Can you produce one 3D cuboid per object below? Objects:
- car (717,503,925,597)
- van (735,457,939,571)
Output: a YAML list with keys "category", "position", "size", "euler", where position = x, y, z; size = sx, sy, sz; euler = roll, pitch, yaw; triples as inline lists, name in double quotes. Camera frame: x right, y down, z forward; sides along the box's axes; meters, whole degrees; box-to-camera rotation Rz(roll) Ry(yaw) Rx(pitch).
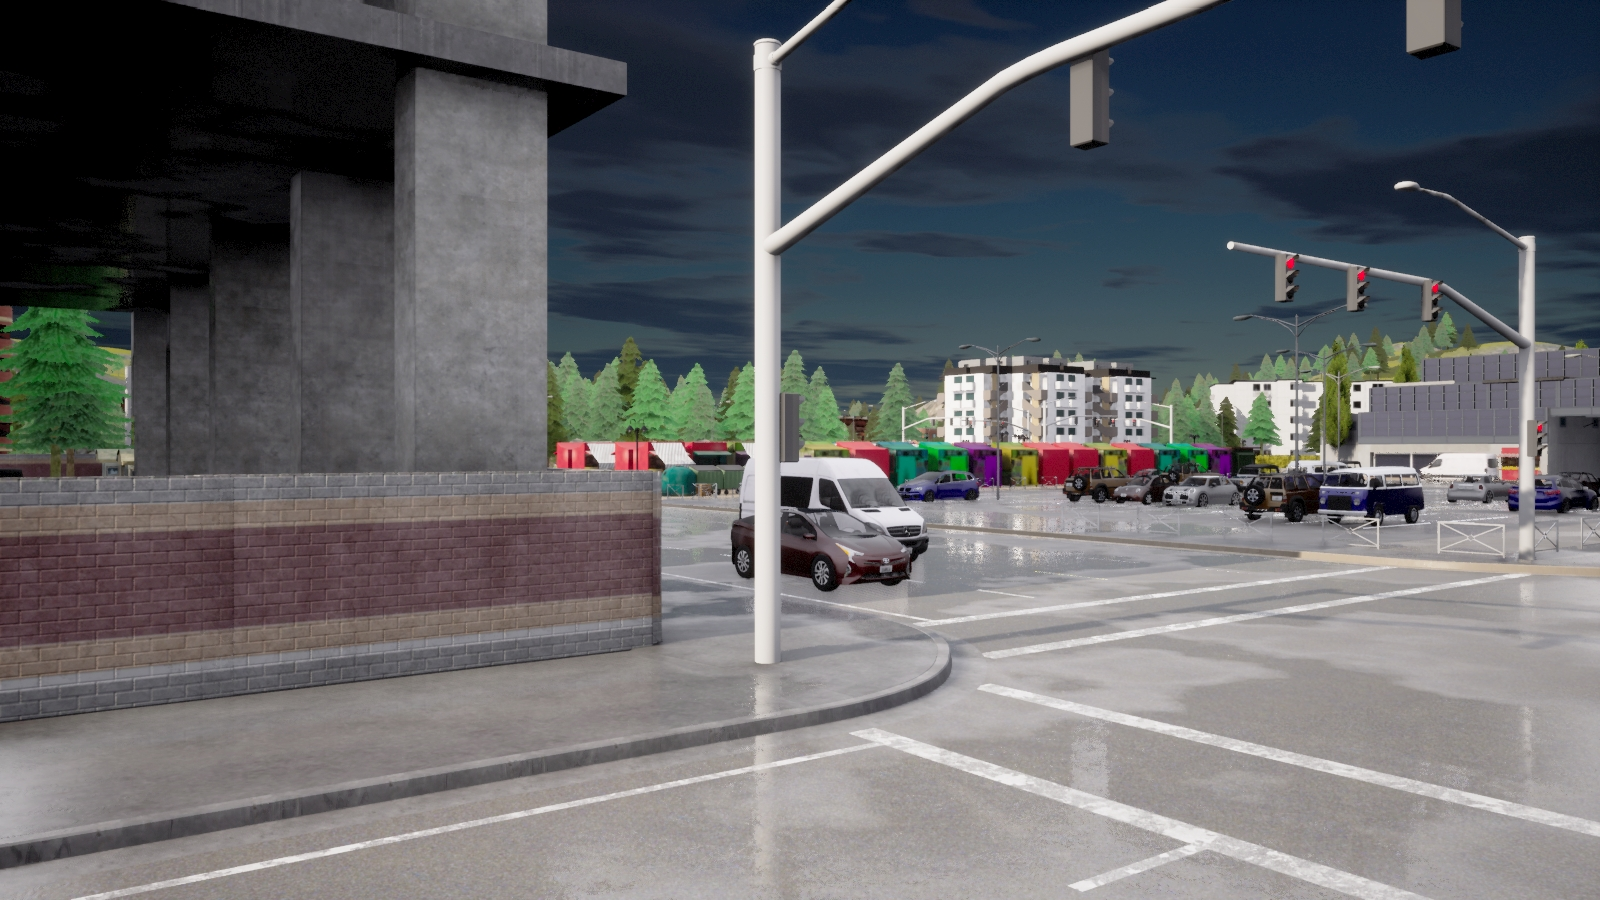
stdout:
- category: "car"
  position: [0.324, 1.984, 23.786]
  size: [2.007, 1.525, 4.514]
  euler: [0, 0, -36]
- category: "van"
  position: [0.780, 1.479, 29.066]
  size: [1.988, 2.561, 5.915]
  euler: [0, 0, -36]
